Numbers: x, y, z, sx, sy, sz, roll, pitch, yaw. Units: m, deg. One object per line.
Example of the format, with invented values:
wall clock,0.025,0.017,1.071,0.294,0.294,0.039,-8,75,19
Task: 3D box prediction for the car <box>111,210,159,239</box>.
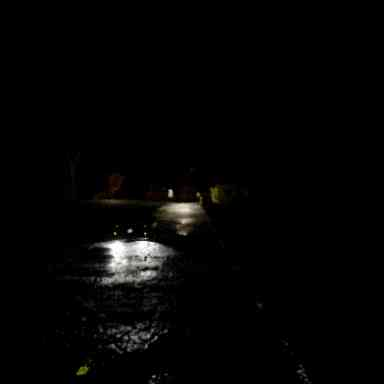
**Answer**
car,-2.891,1.628,17.515,1.994,1.385,4.181,0,0,0
